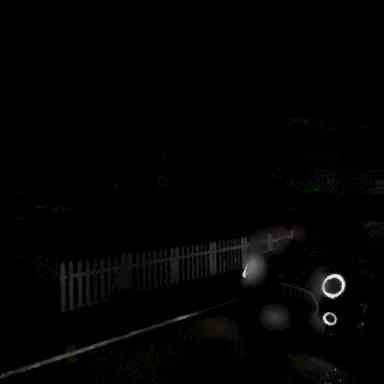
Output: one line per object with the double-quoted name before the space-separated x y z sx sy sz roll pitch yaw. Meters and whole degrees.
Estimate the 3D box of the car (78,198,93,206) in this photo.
"car" -26.471 2.427 82.561 1.932 1.855 4.605 0 -1 -42

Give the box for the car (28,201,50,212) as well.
"car" -23.065 2.276 50.431 1.970 1.475 3.806 0 -1 -42

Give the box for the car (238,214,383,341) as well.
"car" 2.995 1.395 6.753 4.553 1.767 2.097 0 -1 -41

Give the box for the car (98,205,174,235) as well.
"car" -3.778 1.804 22.906 4.611 1.667 2.242 0 -1 -42

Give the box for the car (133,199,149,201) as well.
"car" -11.448 2.302 71.095 1.845 1.501 3.633 0 -1 -42

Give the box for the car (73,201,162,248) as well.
"car" -3.261 1.549 15.795 3.866 1.878 1.905 0 -1 -42

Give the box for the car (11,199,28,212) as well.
"car" -25.960 2.014 48.682 1.905 1.878 3.866 0 -1 -42

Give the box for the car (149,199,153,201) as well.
"car" -9.785 2.527 87.277 1.970 1.475 3.806 0 -1 -42

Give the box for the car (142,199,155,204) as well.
"car" -12.487 2.641 94.802 1.845 1.501 3.633 0 -1 -42

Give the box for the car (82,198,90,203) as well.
"car" -18.945 2.314 64.488 2.007 1.523 4.514 0 -1 -42

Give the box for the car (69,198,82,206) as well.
"car" -28.369 2.409 80.322 1.905 1.878 3.866 0 -1 -42

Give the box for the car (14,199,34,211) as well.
"car" -28.730 2.166 56.746 1.932 1.855 4.605 0 -1 -42
